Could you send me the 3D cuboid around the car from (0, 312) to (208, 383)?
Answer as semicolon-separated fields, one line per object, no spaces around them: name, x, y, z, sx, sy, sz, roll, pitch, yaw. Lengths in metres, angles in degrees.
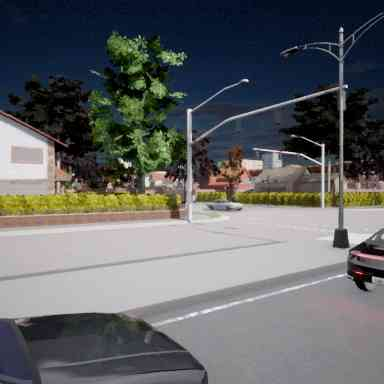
car;-2.390;1.543;2.040;5.357;1.411;2.033;0;0;-36

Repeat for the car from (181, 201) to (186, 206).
car;-2.764;1.481;47.558;1.895;1.301;4.718;0;0;-36

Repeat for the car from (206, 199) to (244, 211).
car;3.790;1.505;38.464;1.895;1.301;4.718;0;0;-36

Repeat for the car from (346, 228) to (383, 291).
car;5.549;1.474;7.694;4.902;1.511;2.128;0;0;-35
